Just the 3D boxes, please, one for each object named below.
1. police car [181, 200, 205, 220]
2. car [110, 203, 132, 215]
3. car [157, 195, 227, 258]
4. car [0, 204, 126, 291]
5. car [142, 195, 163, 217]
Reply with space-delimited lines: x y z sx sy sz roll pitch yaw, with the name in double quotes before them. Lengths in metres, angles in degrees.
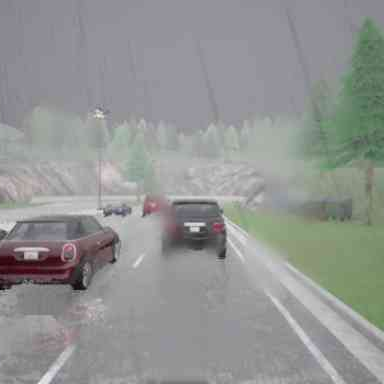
"police car" 0.075 1.583 30.681 2.038 1.542 4.974 0 0 0
"car" -6.923 1.681 31.588 1.895 1.301 4.718 0 0 0
"car" 0.086 1.255 12.984 2.150 2.045 5.566 0 0 0
"car" -3.425 1.375 9.221 2.097 1.767 4.553 0 0 0
"car" -3.423 1.304 32.201 2.150 2.045 5.566 0 0 0
